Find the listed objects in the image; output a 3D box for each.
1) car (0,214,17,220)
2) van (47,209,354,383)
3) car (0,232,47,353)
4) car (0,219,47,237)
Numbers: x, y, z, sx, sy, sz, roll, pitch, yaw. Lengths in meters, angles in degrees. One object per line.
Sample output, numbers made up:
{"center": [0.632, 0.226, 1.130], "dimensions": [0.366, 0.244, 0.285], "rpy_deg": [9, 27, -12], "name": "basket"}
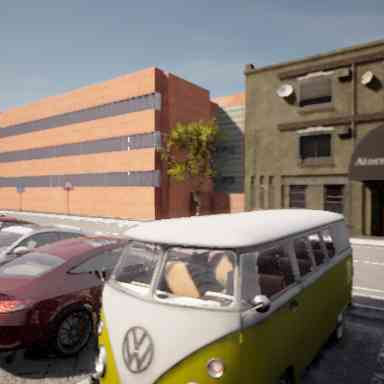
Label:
{"center": [-6.191, 1.451, 9.414], "dimensions": [2.097, 1.535, 5.008], "rpy_deg": [1, 0, 35], "name": "car"}
{"center": [0.755, 1.267, 4.312], "dimensions": [1.878, 1.987, 4.442], "rpy_deg": [0, 0, 35], "name": "van"}
{"center": [-1.587, 1.535, 6.121], "dimensions": [2.002, 1.452, 4.674], "rpy_deg": [1, 0, 35], "name": "car"}
{"center": [-3.892, 1.516, 7.771], "dimensions": [2.002, 1.452, 4.674], "rpy_deg": [1, 0, 35], "name": "car"}
